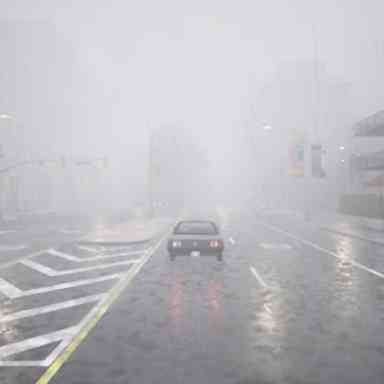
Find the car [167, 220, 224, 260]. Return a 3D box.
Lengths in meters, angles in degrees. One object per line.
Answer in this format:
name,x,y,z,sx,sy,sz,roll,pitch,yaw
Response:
car,0.177,1.734,12.981,1.895,1.301,4.718,0,-1,2

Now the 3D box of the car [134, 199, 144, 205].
car,-12.982,2.418,81.371,1.895,1.301,4.718,0,-1,1

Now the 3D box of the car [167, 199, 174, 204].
car,-5.964,2.533,92.691,1.895,1.301,4.718,0,-1,1

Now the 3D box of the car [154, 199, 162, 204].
car,-9.463,2.534,92.773,1.895,1.301,4.718,0,-1,1
